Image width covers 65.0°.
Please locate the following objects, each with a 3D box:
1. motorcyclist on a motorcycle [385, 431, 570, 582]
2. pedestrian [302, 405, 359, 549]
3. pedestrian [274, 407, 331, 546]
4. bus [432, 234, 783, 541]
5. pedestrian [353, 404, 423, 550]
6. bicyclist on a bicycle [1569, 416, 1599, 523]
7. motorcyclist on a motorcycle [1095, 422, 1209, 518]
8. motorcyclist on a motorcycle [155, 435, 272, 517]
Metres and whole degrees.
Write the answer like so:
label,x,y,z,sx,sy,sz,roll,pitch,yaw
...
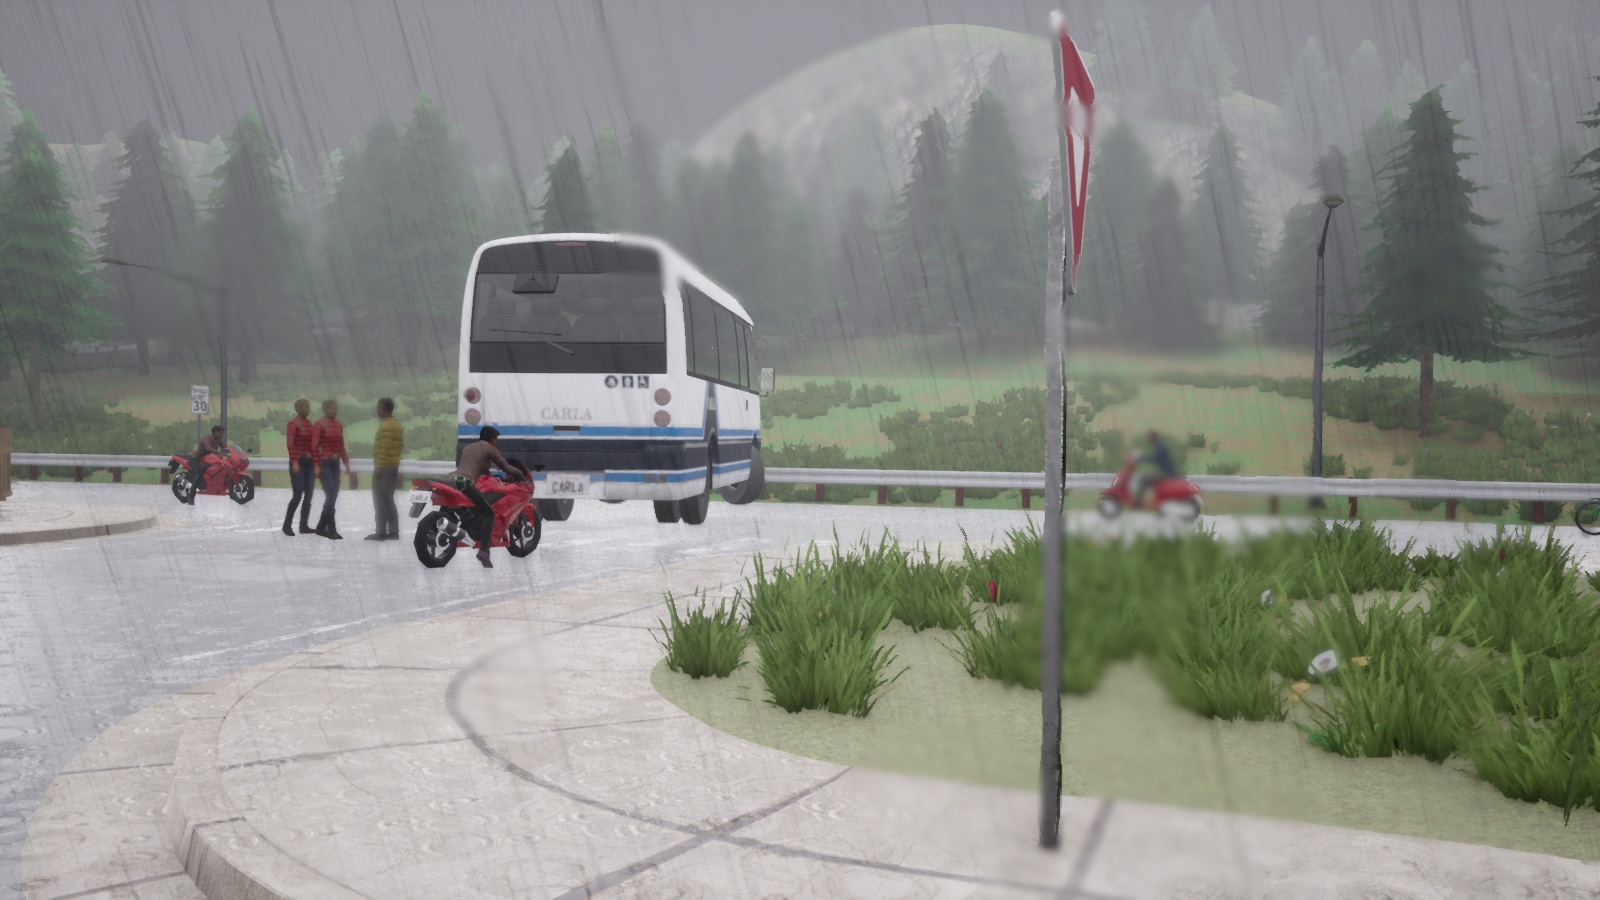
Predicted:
label,x,y,z,sx,sy,sz,roll,pitch,yaw
motorcyclist on a motorcycle,-3.490,0.557,13.804,0.797,1.523,2.044,0,1,27
pedestrian,-6.161,0.348,16.467,0.636,1.846,0.331,0,1,27
pedestrian,-6.710,0.346,16.939,0.636,1.846,0.331,0,1,23
bus,-2.787,-0.926,22.714,3.944,4.253,10.273,0,1,5
pedestrian,-5.282,0.344,16.121,0.709,1.840,0.431,0,1,9
bicyclist on a bicycle,12.717,0.291,19.193,1.509,1.612,0.866,0,1,20
motorcyclist on a motorcycle,6.061,0.335,21.593,1.817,1.590,0.866,0,1,20
motorcyclist on a motorcycle,-11.264,0.486,24.119,2.044,1.523,0.797,0,1,20
